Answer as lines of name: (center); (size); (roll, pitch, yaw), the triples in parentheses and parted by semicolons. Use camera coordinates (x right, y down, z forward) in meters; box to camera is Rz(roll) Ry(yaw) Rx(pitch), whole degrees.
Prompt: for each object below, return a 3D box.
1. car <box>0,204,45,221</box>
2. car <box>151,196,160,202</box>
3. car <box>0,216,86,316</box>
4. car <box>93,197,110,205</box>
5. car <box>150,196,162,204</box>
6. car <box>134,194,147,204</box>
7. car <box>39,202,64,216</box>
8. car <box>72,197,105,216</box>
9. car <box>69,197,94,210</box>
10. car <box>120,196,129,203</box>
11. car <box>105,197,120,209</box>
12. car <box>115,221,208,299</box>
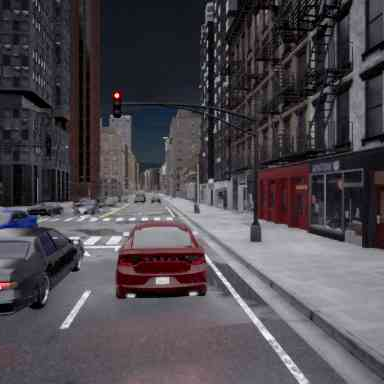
car: (-8.058, 1.478, 13.841); (1.882, 1.535, 5.008); (0, 0, -6)
car: (-8.304, 1.571, 75.471); (2.033, 1.411, 5.357); (0, 0, -6)
car: (-3.901, 1.547, 7.702); (2.033, 1.411, 5.357); (0, 0, -6)
car: (-16.565, 1.572, 61.189); (2.033, 1.411, 5.357); (0, 0, -6)
car: (-7.052, 1.532, 65.168); (1.837, 1.490, 4.892); (0, 0, -6)
car: (-10.410, 1.628, 65.946); (1.895, 1.301, 4.718); (0, 0, -6)
car: (-13.154, 1.609, 30.182); (1.895, 1.301, 4.718); (0, 0, -6)
car: (-10.117, 1.501, 32.271); (2.128, 1.511, 4.902); (0, 0, -6)
car: (-14.791, 1.508, 44.842); (2.128, 1.511, 4.902); (0, 0, -6)
car: (-13.958, 1.534, 67.513); (1.837, 1.490, 4.892); (0, 0, -6)
car: (-11.754, 1.523, 46.940); (1.837, 1.490, 4.892); (0, 0, -6)
car: (-0.794, 1.477, 8.568); (1.882, 1.535, 5.008); (0, 0, -6)
